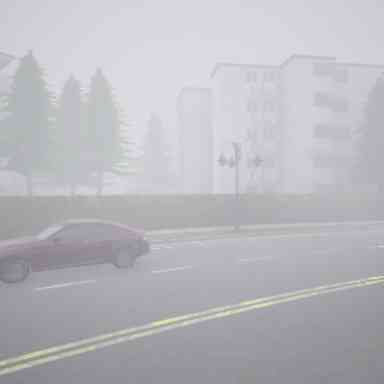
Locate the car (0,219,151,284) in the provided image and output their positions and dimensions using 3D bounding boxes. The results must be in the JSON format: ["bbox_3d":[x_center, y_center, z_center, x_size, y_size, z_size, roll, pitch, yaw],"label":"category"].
[{"bbox_3d":[-3.499,1.537,9.701,4.674,1.442,1.812,0,0,-32],"label":"car"}]
